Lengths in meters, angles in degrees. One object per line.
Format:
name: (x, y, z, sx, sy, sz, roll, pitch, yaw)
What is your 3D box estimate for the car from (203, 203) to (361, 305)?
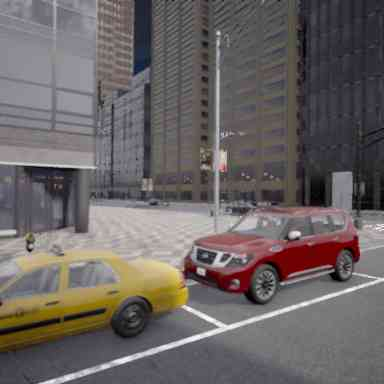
car: (2.242, 1.342, 8.367, 5.009, 1.841, 2.192, 0, 0, -36)

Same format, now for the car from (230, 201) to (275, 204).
car: (5.476, 1.647, 33.250, 1.837, 1.490, 4.892, 1, -1, -36)

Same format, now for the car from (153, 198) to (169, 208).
car: (-5.487, 1.766, 54.226, 2.128, 1.511, 4.902, 1, -1, -35)

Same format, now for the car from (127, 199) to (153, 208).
car: (-8.626, 1.841, 53.043, 1.895, 1.301, 4.718, 1, -1, -35)

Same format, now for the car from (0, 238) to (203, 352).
car: (-2.337, 1.529, 5.092, 4.829, 1.417, 1.752, 0, 0, -36)
